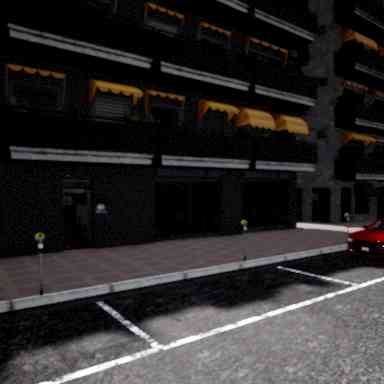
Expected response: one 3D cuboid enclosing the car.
[{"bbox_3d":[7.281,1.555,11.765,4.507,1.381,1.887,0,-1,-35],"label":"car"}]
